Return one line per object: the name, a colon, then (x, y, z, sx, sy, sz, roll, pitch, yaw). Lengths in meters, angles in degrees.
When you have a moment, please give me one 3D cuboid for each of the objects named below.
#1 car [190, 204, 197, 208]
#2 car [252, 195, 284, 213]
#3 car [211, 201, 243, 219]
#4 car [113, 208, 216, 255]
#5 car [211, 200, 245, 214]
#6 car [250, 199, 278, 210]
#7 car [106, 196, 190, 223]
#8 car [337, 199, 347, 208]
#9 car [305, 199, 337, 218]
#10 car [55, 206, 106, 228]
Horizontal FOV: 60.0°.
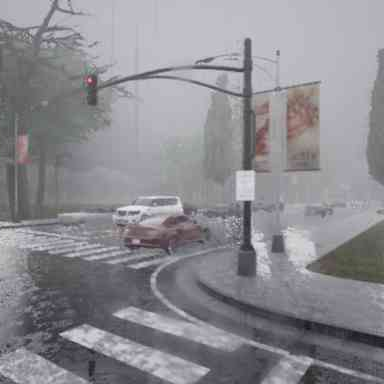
car: (-1.491, 1.564, 30.097, 1.882, 1.535, 5.008, 0, 0, 35)
car: (9.162, 1.401, 39.631, 2.150, 2.045, 5.566, 0, 0, 36)
car: (3.166, 1.664, 31.083, 2.033, 1.411, 5.357, 0, 0, 35)
car: (-0.896, 1.580, 13.711, 1.812, 1.442, 4.674, -1, -1, 27)
car: (4.196, 1.707, 38.212, 1.994, 1.385, 4.181, 0, 0, 35)
car: (10.148, 1.706, 46.652, 2.128, 1.511, 4.902, 0, 0, 36)
car: (-2.802, 1.284, 22.570, 2.150, 2.045, 5.566, 0, 0, 34)
car: (24.391, 1.866, 55.381, 2.128, 1.511, 4.902, 0, 0, 35)
car: (12.538, 1.703, 32.798, 1.812, 1.442, 4.674, 0, 0, 35)
car: (-6.731, 1.641, 22.617, 1.895, 1.301, 4.718, 0, 0, 35)
